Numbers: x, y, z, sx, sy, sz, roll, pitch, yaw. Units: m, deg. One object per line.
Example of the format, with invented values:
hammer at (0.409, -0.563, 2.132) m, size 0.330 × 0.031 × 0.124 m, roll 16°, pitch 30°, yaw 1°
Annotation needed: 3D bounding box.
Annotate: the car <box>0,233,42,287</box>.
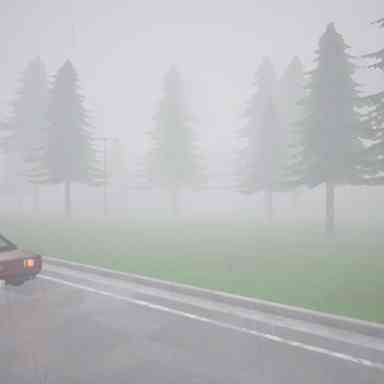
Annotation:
car at (-5.785, 1.600, 8.108) m, size 4.718 × 1.301 × 1.895 m, roll 0°, pitch 0°, yaw 35°
